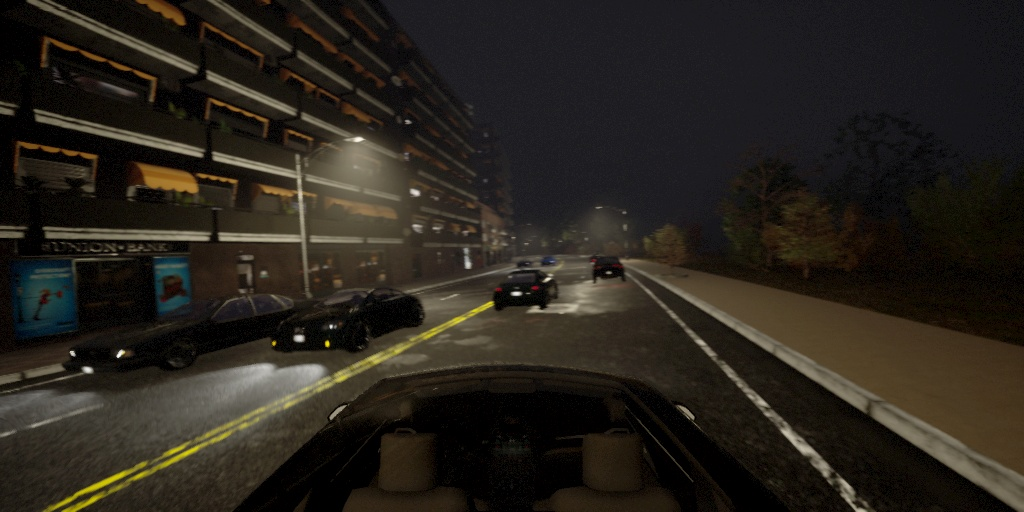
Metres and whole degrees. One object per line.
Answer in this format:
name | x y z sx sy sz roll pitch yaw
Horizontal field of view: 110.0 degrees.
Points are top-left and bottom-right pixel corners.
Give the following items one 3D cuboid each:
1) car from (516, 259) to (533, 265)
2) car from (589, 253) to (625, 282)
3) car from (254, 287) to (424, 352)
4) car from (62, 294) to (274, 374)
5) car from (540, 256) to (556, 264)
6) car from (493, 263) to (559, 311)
car | 1.821 1.067 50.742 1.895 1.301 4.718 -4 0 11
car | 6.118 0.759 23.009 1.882 1.535 5.008 -4 0 13
car | -4.118 1.556 9.693 1.994 1.385 4.181 -4 0 15
car | -7.524 1.761 9.479 2.033 1.411 5.357 -4 0 15
car | 5.194 0.720 51.228 1.882 1.535 5.008 -4 0 11
car | 0.646 1.231 14.296 1.994 1.385 4.181 -4 0 14
